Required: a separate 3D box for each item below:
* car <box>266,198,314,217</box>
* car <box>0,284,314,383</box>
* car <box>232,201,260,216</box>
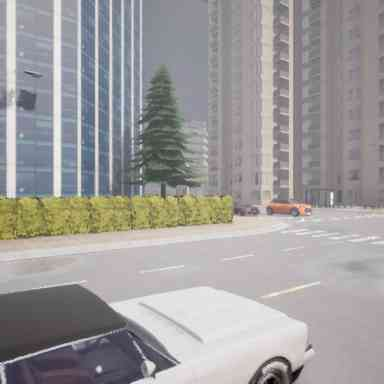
[{"bbox_3d":[9.436,1.407,32.246,2.097,1.767,4.553,0,0,-35],"label":"car"},{"bbox_3d":[-1.009,1.601,3.025,4.718,1.301,1.895,0,0,-35],"label":"car"},{"bbox_3d":[4.716,1.619,32.855,1.994,1.385,4.181,0,0,-35],"label":"car"}]
